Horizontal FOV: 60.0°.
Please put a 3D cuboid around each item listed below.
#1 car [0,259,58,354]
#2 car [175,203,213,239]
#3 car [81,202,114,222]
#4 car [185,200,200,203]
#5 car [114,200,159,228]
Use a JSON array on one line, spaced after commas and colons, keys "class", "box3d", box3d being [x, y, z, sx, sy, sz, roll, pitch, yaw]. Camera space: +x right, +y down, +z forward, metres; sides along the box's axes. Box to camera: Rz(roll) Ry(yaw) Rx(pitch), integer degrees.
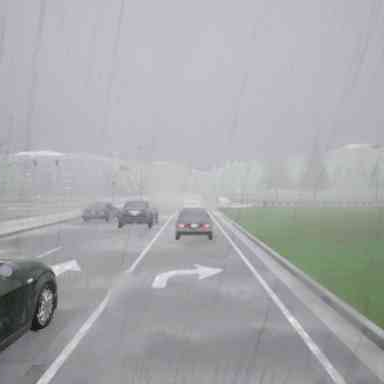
[{"class": "car", "box3d": [-3.400, 1.343, 3.997, 2.097, 1.767, 4.553, 0, 0, 0]}, {"class": "car", "box3d": [0.097, 1.510, 17.045, 2.033, 1.411, 5.357, 0, 0, 0]}, {"class": "car", "box3d": [-6.903, 1.491, 25.697, 2.033, 1.411, 5.357, 0, 0, 0]}, {"class": "car", "box3d": [0.077, 1.458, 31.353, 1.812, 1.442, 4.674, 0, 0, 0]}, {"class": "car", "box3d": [-3.402, 1.304, 21.879, 2.097, 1.767, 4.553, 0, 0, 0]}]
